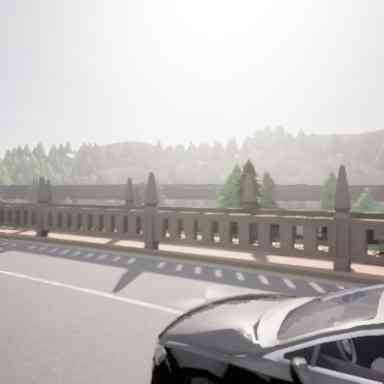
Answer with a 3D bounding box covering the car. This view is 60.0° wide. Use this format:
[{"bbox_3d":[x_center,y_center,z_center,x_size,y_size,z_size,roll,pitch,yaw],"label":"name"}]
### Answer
[{"bbox_3d":[1.826,1.478,2.485,4.902,1.511,2.128,0,0,35],"label":"car"}]
